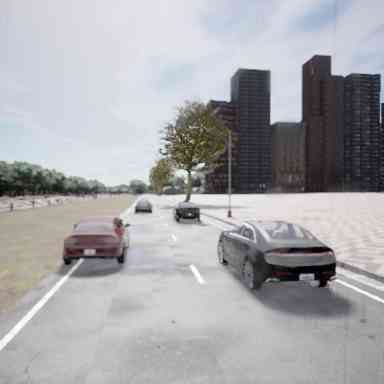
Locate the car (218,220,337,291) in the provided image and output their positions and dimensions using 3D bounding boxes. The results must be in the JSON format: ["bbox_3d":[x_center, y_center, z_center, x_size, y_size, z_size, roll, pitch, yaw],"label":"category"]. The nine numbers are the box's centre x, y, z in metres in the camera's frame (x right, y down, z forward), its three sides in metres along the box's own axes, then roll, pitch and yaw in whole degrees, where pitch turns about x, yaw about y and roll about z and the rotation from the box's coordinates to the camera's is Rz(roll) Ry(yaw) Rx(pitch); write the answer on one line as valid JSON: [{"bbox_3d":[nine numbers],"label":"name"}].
[{"bbox_3d":[2.015,1.522,9.188,2.128,1.511,4.902,0,0,-8],"label":"car"}]

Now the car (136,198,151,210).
[{"bbox_3d":[-6.924,1.678,47.779,2.033,1.411,5.357,0,0,-8],"label":"car"}]

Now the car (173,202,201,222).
[{"bbox_3d":[-0.513,1.564,27.566,1.882,1.535,5.008,0,0,-8],"label":"car"}]

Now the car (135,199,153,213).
[{"bbox_3d":[-5.497,1.674,37.899,1.994,1.385,4.181,0,0,-7],"label":"car"}]

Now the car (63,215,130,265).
[{"bbox_3d":[-3.203,1.545,11.709,1.812,1.442,4.674,0,0,-8],"label":"car"}]
